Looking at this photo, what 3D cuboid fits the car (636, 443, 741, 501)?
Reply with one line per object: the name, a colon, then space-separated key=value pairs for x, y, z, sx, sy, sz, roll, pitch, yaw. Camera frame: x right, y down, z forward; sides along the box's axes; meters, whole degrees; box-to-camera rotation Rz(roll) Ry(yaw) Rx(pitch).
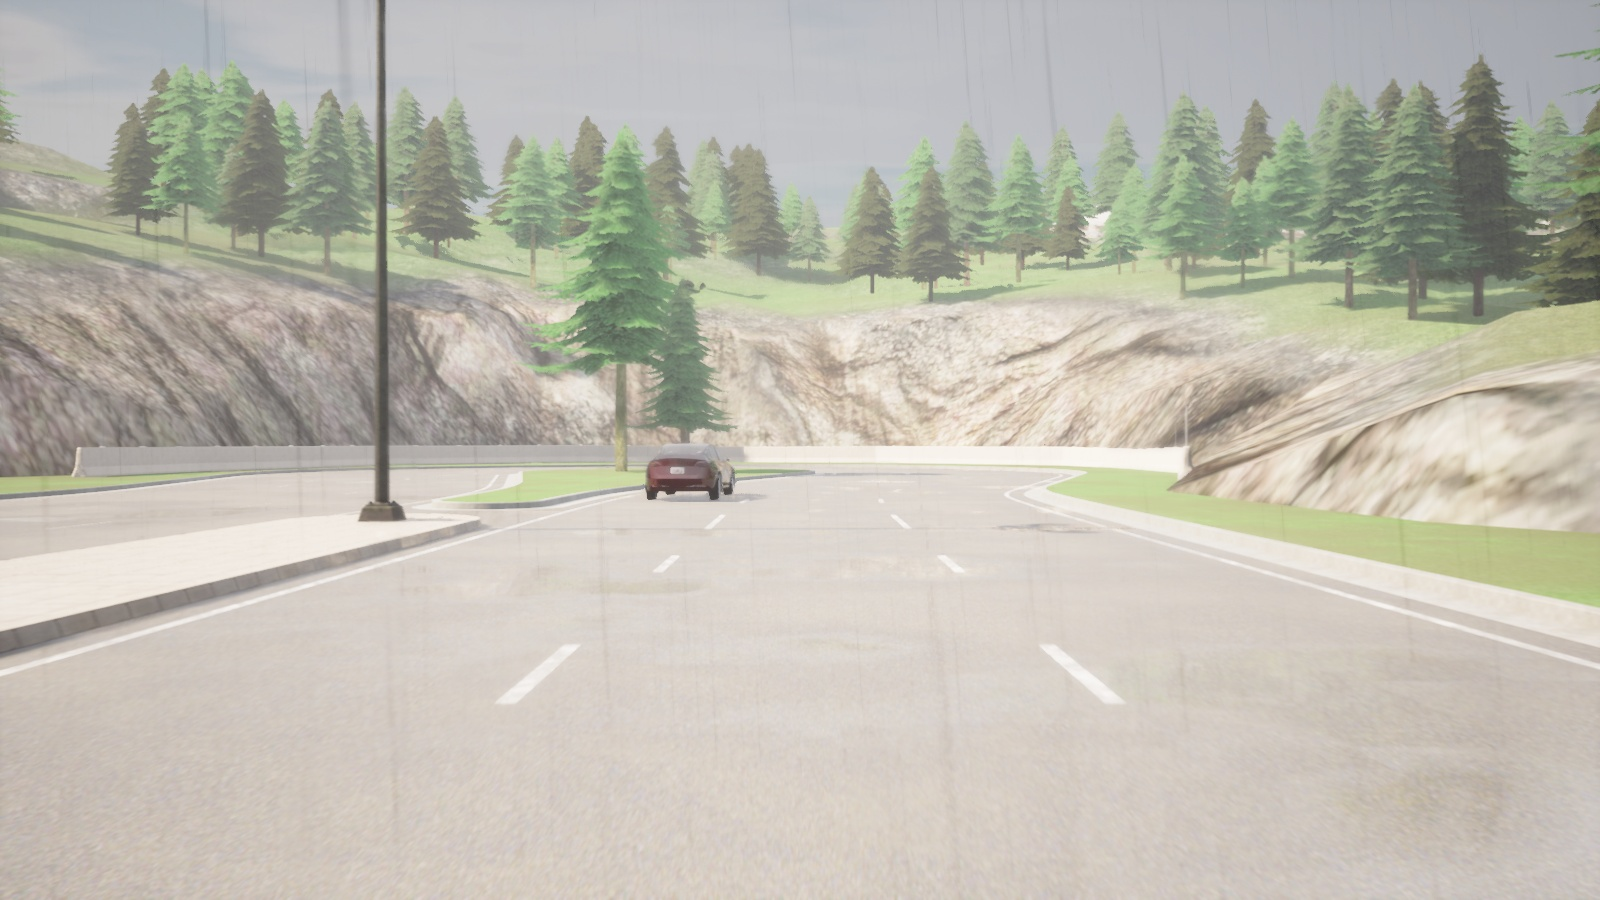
car: x=-2.982 y=0.549 z=34.592 sx=2.163 sy=1.488 sz=4.792 roll=0 pitch=0 yaw=4
